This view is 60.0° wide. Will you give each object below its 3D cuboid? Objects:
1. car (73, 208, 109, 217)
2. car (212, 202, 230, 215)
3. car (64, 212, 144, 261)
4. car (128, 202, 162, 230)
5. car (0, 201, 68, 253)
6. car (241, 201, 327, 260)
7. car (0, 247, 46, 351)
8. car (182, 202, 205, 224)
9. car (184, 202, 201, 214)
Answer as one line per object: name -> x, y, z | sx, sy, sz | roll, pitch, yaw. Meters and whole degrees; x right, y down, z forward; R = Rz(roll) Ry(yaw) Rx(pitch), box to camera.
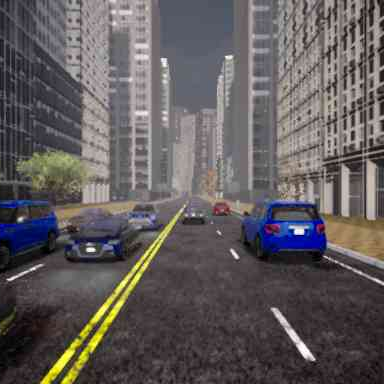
car -> -6.495, 1.774, 21.945 | 2.033, 1.411, 5.357 | 0, -1, 0
car -> 3.351, 1.874, 39.128 | 1.882, 1.535, 5.008 | 0, 0, 0
car -> -3.265, 1.697, 12.750 | 1.994, 1.385, 4.181 | 0, -1, 1
car -> -3.244, 1.587, 22.841 | 2.097, 1.767, 4.553 | 0, -1, 0
car -> -6.528, 1.341, 11.469 | 2.150, 2.045, 5.566 | 0, -1, 1
car -> 3.356, 1.358, 13.102 | 2.150, 2.045, 5.566 | 0, 0, 0
car -> -3.333, 1.575, 2.483 | 2.033, 1.411, 5.357 | 0, -1, 0
car -> 0.110, 1.833, 27.841 | 2.033, 1.411, 5.357 | 0, -1, -1
car -> 0.105, 1.973, 42.066 | 2.033, 1.411, 5.357 | 0, -1, 0
